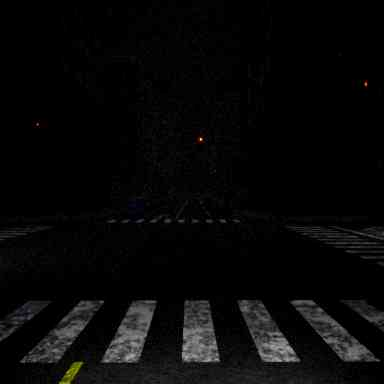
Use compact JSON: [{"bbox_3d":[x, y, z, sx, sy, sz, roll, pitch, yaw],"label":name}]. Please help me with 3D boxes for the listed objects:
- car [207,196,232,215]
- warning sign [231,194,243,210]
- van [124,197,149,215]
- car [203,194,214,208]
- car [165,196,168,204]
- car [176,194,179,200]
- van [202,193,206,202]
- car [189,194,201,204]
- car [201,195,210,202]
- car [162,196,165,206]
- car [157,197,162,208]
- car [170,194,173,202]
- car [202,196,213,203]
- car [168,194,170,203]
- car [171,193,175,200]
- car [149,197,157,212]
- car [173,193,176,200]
[{"bbox_3d":[2.845,1.442,33.411,1.967,1.590,4.097,0,0,0],"label":"car"},{"bbox_3d":[5.278,1.118,39.392,1.300,1.860,1.060,0,0,0],"label":"warning sign"},{"bbox_3d":[-5.681,1.343,33.456,1.690,1.788,3.998,0,0,0],"label":"van"},{"bbox_3d":[2.906,1.443,44.749,1.967,1.590,4.097,0,0,0],"label":"car"},{"bbox_3d":[-5.558,1.568,56.129,1.947,1.339,4.313,0,0,0],"label":"car"},{"bbox_3d":[-5.373,1.307,90.138,2.192,1.841,5.009,0,0,0],"label":"car"},{"bbox_3d":[2.968,1.344,56.088,1.690,1.788,3.998,0,0,0],"label":"van"},{"bbox_3d":[0.344,1.565,63.785,1.994,1.385,4.181,0,0,0],"label":"car"},{"bbox_3d":[3.091,1.437,78.765,1.967,1.590,4.097,0,0,0],"label":"car"},{"bbox_3d":[-5.589,1.585,50.460,1.802,1.307,4.206,0,0,0],"label":"car"},{"bbox_3d":[-5.619,1.569,44.792,1.947,1.339,4.313,0,0,0],"label":"car"},{"bbox_3d":[-5.496,1.566,67.465,1.947,1.339,4.313,0,0,0],"label":"car"},{"bbox_3d":[3.030,1.551,67.427,2.008,1.369,4.403,0,0,0],"label":"car"},{"bbox_3d":[-5.528,1.527,61.627,1.752,1.417,4.829,0,0,0],"label":"car"},{"bbox_3d":[-5.465,1.543,73.133,1.887,1.381,4.507,0,0,0],"label":"car"},{"bbox_3d":[-5.650,1.443,39.124,1.967,1.590,4.097,0,0,0],"label":"car"},{"bbox_3d":[-5.435,1.522,78.631,1.752,1.417,4.829,0,0,0],"label":"car"}]
